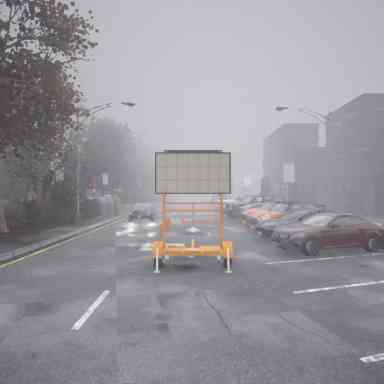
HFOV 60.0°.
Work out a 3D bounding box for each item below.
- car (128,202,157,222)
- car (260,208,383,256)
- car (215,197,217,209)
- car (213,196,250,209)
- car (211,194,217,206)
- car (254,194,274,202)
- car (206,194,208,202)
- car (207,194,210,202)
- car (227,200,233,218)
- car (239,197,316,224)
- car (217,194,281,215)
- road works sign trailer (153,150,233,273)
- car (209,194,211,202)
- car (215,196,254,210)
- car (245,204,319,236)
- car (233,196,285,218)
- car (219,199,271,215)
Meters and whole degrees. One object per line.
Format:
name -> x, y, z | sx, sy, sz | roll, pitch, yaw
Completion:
car -> -3.835, 1.541, 26.577 | 1.812, 1.442, 4.674 | 0, 0, 0
car -> 5.336, 1.528, 12.925 | 4.674, 1.452, 2.002 | 1, 0, -20
car -> 5.253, 1.504, 30.870 | 5.366, 1.575, 1.946 | 1, 0, -20
car -> 5.484, 1.425, 45.944 | 4.553, 1.767, 2.185 | 1, 0, -20
car -> 5.440, 1.272, 36.929 | 5.566, 2.045, 2.435 | 1, 0, -20
car -> 18.633, 1.465, 85.954 | 2.435, 2.045, 5.566 | 0, 0, -21
car -> 5.618, 1.392, 70.002 | 5.566, 2.045, 2.435 | 1, 0, -20
car -> 5.550, 1.584, 54.964 | 5.008, 1.535, 2.097 | 1, -1, -20
car -> 5.389, 1.539, 24.934 | 4.674, 1.452, 2.002 | 1, 0, -20
car -> 5.393, 1.366, 18.936 | 4.553, 1.767, 2.185 | 1, 0, -20
car -> 5.399, 1.252, 27.913 | 5.566, 2.045, 2.435 | 1, 0, -20
road works sign trailer -> 0.028, 0.465, 10.667 | 2.380, 3.560, 2.880 | 0, 0, 0
car -> 5.579, 1.448, 51.961 | 4.553, 1.767, 2.185 | 1, 0, -20
car -> 5.467, 1.415, 42.943 | 4.553, 1.767, 2.185 | 1, 0, -20
car -> 5.319, 1.518, 15.917 | 4.792, 1.488, 2.163 | 1, 0, -20
car -> 5.409, 1.370, 21.938 | 4.553, 1.767, 2.185 | 1, 0, -20
car -> 5.417, 1.545, 33.927 | 4.792, 1.488, 2.163 | 1, 0, -20
